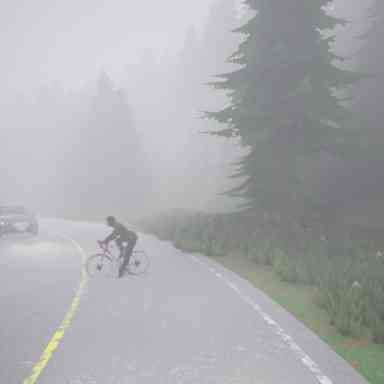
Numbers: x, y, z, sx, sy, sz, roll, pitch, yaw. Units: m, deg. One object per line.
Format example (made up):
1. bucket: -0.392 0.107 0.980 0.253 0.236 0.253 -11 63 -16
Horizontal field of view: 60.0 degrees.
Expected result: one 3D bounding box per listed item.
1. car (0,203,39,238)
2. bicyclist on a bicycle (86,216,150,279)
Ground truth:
1. car: -9.613 1.492 17.785 2.128 1.511 4.902 0 0 -38
2. bicyclist on a bicycle: -1.945 1.453 8.737 1.656 1.620 0.582 -2 1 -15
